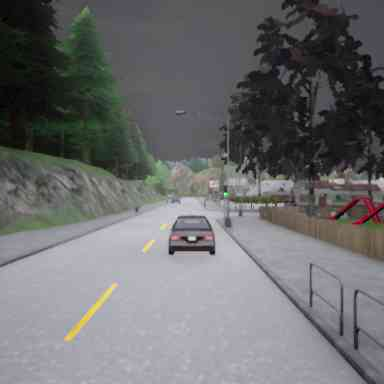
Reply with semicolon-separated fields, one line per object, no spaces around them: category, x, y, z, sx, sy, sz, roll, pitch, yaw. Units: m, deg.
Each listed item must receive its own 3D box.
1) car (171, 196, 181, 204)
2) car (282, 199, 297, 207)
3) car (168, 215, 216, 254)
car;-4.020;2.004;83.585;2.150;2.045;5.566;0;-1;0
car;15.773;1.809;54.654;1.994;1.381;4.181;0;-1;0
car;-0.002;1.679;13.988;2.033;1.411;5.357;0;-1;0
